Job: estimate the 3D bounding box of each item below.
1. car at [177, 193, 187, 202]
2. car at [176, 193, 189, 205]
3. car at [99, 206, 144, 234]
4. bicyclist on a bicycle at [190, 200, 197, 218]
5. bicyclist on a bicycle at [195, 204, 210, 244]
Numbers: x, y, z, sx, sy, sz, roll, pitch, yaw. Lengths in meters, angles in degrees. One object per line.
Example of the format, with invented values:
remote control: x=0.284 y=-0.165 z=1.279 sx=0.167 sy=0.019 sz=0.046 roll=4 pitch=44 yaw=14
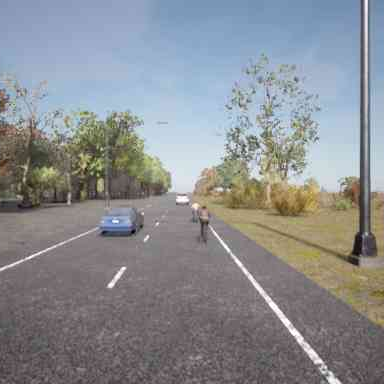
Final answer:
car: x=-2.279 y=1.211 z=74.382 sx=2.150 sy=2.045 sz=5.566 roll=0 pitch=0 yaw=-2
car: x=-1.705 y=1.206 z=59.124 sx=2.150 sy=2.045 sz=5.566 roll=0 pitch=0 yaw=-2
car: x=-3.953 y=1.542 z=19.299 sx=2.033 sy=1.411 sz=5.357 roll=0 pitch=0 yaw=-2
bicyclist on a bicycle: x=0.268 y=1.430 z=24.612 sx=0.866 sy=1.612 sz=1.509 roll=0 pitch=0 yaw=-2
bicyclist on a bicycle: x=0.556 y=1.449 z=14.864 sx=0.582 sy=1.620 sz=1.656 roll=0 pitch=0 yaw=-2
